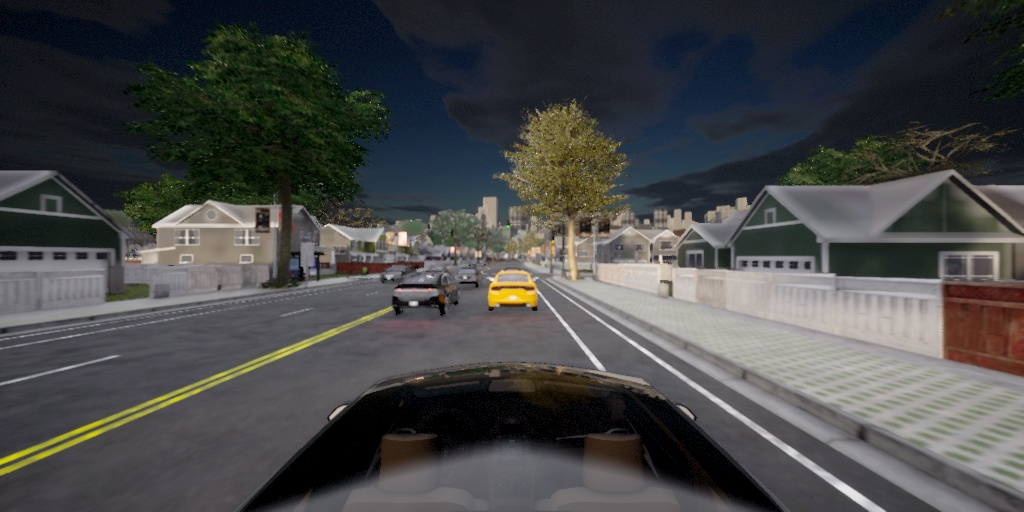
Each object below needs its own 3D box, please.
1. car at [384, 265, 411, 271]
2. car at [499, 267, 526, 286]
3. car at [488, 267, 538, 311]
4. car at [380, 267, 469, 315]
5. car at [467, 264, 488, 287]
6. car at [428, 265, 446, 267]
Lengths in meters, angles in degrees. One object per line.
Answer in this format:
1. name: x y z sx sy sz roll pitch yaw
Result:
1. car: -9.791 1.546 31.017 2.128 1.511 4.902 0 -1 1
2. car: 0.046 1.600 29.288 1.994 1.385 4.181 0 -1 0
3. car: 0.055 1.370 15.406 1.882 1.535 5.008 0 0 1
4. car: -3.206 1.371 14.182 2.128 1.511 4.902 0 -1 0
5. car: -3.222 1.561 27.082 2.033 1.411 5.357 0 -1 0
6. car: -6.541 1.545 31.016 2.128 1.511 4.902 0 -1 1
